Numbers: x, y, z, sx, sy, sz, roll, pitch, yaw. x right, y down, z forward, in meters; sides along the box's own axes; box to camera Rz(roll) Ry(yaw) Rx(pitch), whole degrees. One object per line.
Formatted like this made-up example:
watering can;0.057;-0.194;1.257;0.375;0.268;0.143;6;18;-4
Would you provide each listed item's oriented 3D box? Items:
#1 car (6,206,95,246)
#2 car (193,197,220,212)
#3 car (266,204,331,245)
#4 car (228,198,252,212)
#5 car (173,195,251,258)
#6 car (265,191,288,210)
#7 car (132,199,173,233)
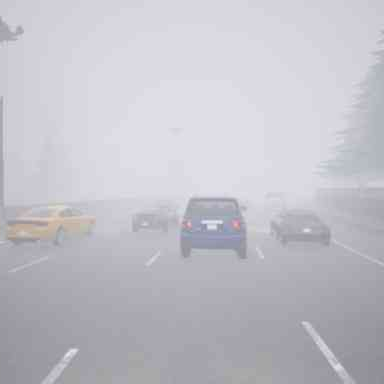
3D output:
car;-5.912;1.333;14.606;1.882;1.535;5.008;0;1;6
car;1.651;1.255;35.281;1.994;1.385;4.181;0;1;15
car;4.691;1.442;14.877;1.994;1.385;4.181;0;1;7
car;5.167;1.303;35.024;1.895;1.301;4.718;0;1;16
car;0.872;1.112;12.538;2.150;2.045;5.566;0;0;6
car;9.210;0.920;36.428;2.150;2.045;5.566;0;1;16
car;-1.920;1.359;18.233;1.812;1.442;4.674;0;1;8
